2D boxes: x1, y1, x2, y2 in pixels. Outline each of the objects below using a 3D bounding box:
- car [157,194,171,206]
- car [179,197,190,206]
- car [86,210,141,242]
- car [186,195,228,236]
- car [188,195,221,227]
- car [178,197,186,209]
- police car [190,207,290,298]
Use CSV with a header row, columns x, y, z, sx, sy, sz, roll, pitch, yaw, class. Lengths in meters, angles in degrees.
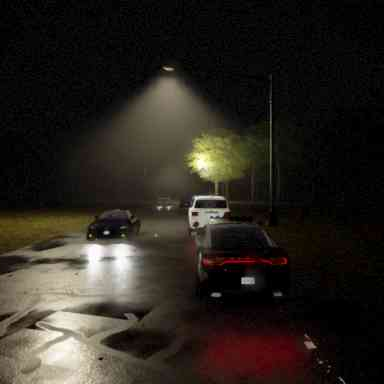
x,y,z,sx,sy,sz,roll,pitch,yaw,class
-4.741,1.334,56.795,2.150,2.045,5.566,0,0,-3,car
-1.322,1.624,59.870,1.837,1.490,4.892,-1,0,-3,car
-3.727,1.580,16.436,1.994,1.385,4.181,0,0,-1,car
0.902,1.244,18.642,2.150,2.045,5.566,0,0,-1,car
0.808,1.249,24.651,2.150,2.045,5.566,0,0,-1,car
-0.783,1.643,46.168,1.994,1.385,4.181,0,0,-1,car
1.009,1.428,8.696,1.930,1.638,5.238,0,0,0,police car
